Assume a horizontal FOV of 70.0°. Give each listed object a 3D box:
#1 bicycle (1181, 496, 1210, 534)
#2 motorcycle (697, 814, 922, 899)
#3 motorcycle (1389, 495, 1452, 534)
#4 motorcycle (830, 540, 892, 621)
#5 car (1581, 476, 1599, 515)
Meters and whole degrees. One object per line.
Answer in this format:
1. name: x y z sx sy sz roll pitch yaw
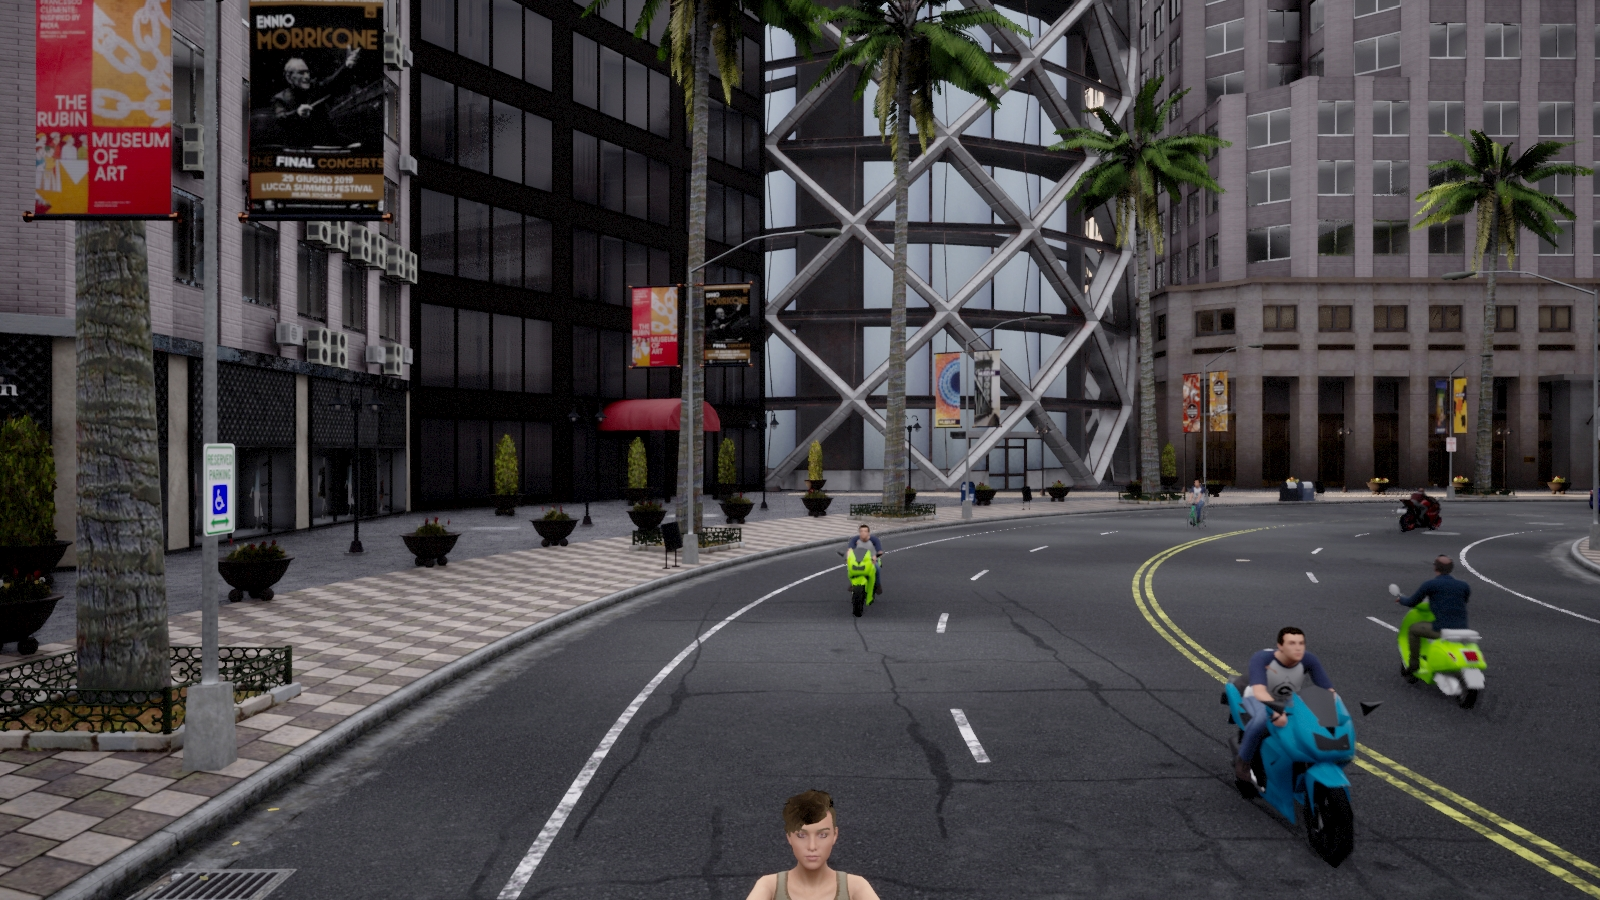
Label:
1. bicycle: 13.566 2.206 39.149 0.373 1.196 1.643 0 0 40
2. motorcycle: 0.030 2.170 3.616 0.764 1.277 2.356 0 0 1
3. motorcycle: 21.337 2.205 39.284 2.209 1.251 0.867 0 0 -30
4. motorcycle: 1.078 2.213 19.707 0.803 1.145 2.033 1 0 11
5. car: 36.842 1.968 49.589 4.611 1.667 2.242 0 0 -11
